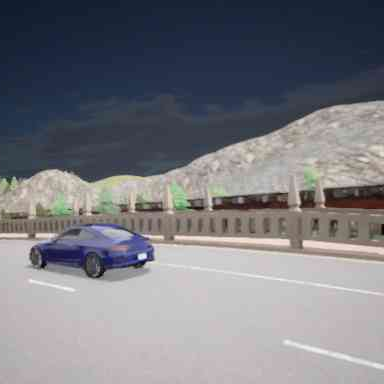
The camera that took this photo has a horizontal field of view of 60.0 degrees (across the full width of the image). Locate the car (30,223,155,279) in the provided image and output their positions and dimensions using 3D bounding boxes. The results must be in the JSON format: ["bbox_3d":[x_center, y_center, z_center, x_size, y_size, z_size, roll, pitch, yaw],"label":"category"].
[{"bbox_3d":[-3.266,1.727,10.620,4.674,1.442,1.812,-3,-2,35],"label":"car"}]
